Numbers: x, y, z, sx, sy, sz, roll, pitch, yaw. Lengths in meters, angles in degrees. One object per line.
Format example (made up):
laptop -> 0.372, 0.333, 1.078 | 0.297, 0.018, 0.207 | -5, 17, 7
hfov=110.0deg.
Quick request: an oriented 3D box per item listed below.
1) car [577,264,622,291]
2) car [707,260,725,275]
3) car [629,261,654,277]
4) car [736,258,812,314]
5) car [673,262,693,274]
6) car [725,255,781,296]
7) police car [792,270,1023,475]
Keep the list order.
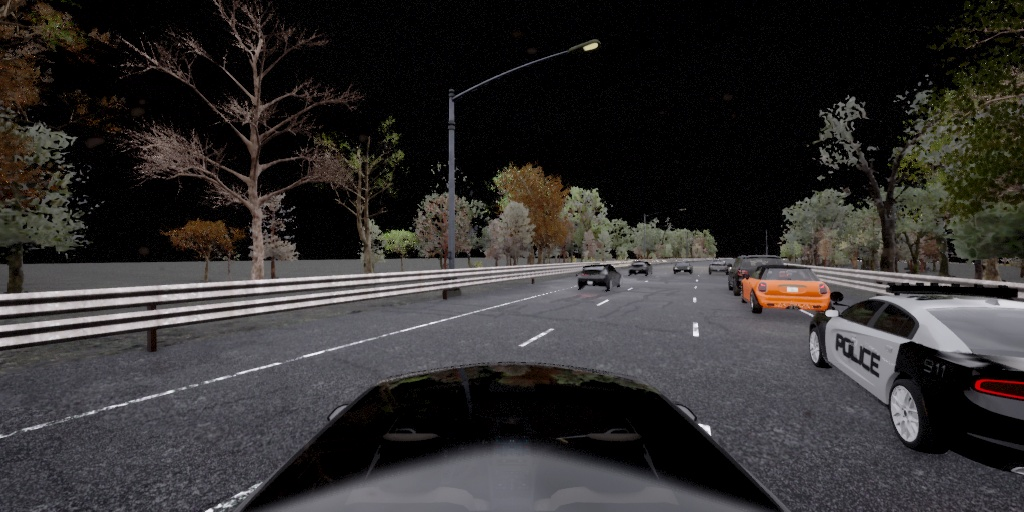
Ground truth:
car -> 5.431, 1.254, 21.914 | 1.837, 1.490, 4.892 | 0, -1, 27
car -> 22.610, 1.261, 39.273 | 2.128, 1.511, 4.902 | 0, 0, 30
car -> 13.124, 1.266, 36.389 | 1.837, 1.490, 4.892 | 0, 0, 29
car -> 9.987, 1.102, 13.431 | 2.097, 1.767, 4.553 | 0, 0, 27
car -> 19.491, 1.369, 40.731 | 1.895, 1.301, 4.718 | 0, 0, 29
car -> 12.723, 0.978, 18.754 | 2.150, 2.045, 5.566 | 0, 0, 27
police car -> 5.627, 1.175, 4.727 | 1.930, 1.638, 5.238 | 0, 0, 26
